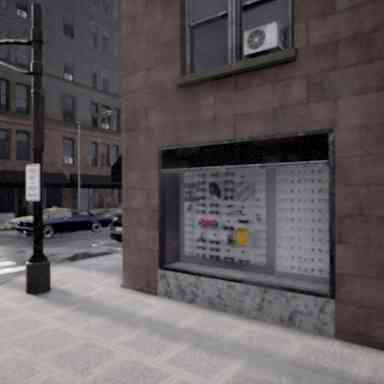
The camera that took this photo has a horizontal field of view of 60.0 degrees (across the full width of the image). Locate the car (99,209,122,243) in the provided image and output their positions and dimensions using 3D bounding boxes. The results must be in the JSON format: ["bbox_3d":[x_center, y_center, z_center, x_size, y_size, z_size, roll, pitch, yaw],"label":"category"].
[{"bbox_3d":[-1.796,1.567,15.316,1.947,1.339,4.313,0,0,36],"label":"car"}]

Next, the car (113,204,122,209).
[{"bbox_3d":[-5.175,1.596,24.393,2.008,1.369,4.403,0,0,36],"label":"car"}]

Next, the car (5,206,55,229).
[{"bbox_3d":[-8.420,1.566,19.850,1.752,1.417,4.829,0,0,36],"label":"car"}]

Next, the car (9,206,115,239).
[{"bbox_3d":[-6.769,1.629,17.837,1.895,1.301,4.718,0,0,36],"label":"car"}]
